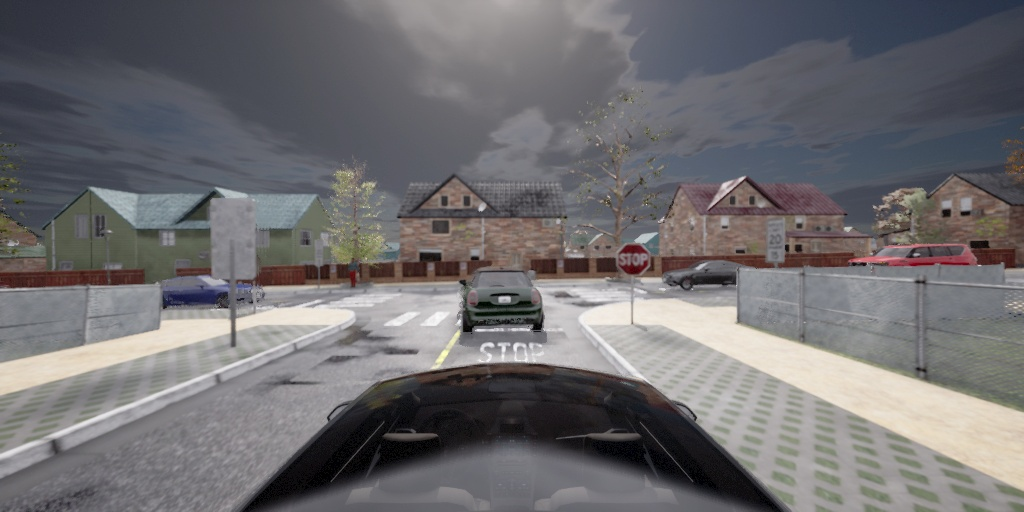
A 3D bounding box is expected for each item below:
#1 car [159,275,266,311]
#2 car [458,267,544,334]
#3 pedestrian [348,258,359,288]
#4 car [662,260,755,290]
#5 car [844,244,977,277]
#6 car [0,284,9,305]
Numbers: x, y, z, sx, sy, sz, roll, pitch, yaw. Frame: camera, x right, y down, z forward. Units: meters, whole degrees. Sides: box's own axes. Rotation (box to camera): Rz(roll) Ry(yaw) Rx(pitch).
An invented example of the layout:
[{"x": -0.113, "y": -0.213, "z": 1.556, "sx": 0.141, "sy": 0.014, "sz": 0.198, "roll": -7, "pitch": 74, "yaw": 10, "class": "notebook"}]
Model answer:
[{"x": -13.580, "y": 1.564, "z": 15.890, "sx": 4.674, "sy": 1.442, "sz": 1.812, "roll": -2, "pitch": 1, "yaw": 0, "class": "car"}, {"x": -0.517, "y": 1.101, "z": 10.942, "sx": 2.097, "sy": 1.767, "sz": 4.553, "roll": 0, "pitch": 0, "yaw": -9, "class": "car"}, {"x": -9.644, "y": 0.997, "z": 21.749, "sx": 0.375, "sy": 1.860, "sz": 0.375, "roll": 0, "pitch": 2, "yaw": 0, "class": "pedestrian"}, {"x": 10.348, "y": 0.955, "z": 18.869, "sx": 4.674, "sy": 1.442, "sz": 1.812, "roll": -1, "pitch": 1, "yaw": 0, "class": "car"}, {"x": 20.856, "y": 0.403, "z": 18.882, "sx": 5.566, "sy": 2.045, "sz": 2.150, "roll": -1, "pitch": 1, "yaw": -1, "class": "car"}, {"x": -24.694, "y": 1.827, "z": 15.880, "sx": 4.674, "sy": 1.442, "sz": 1.812, "roll": -1, "pitch": 1, "yaw": 0, "class": "car"}]
